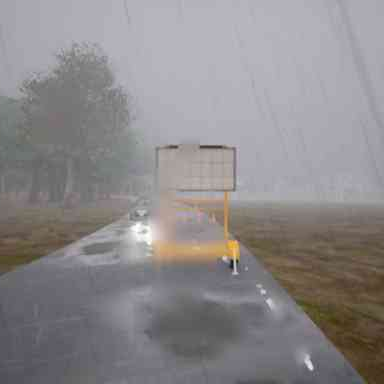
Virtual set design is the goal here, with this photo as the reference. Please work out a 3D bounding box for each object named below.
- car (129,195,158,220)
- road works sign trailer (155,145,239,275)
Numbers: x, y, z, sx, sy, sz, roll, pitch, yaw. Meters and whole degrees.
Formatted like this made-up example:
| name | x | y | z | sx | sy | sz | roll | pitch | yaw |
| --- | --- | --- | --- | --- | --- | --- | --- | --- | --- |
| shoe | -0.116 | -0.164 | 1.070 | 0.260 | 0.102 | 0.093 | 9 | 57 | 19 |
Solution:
| name | x | y | z | sx | sy | sz | roll | pitch | yaw |
| --- | --- | --- | --- | --- | --- | --- | --- | --- | --- |
| car | -3.637 | 1.281 | 25.465 | 2.128 | 1.511 | 4.902 | 0 | 0 | -4 |
| road works sign trailer | 0.112 | 0.380 | 10.167 | 2.380 | 3.560 | 2.880 | 0 | 0 | -1 |
